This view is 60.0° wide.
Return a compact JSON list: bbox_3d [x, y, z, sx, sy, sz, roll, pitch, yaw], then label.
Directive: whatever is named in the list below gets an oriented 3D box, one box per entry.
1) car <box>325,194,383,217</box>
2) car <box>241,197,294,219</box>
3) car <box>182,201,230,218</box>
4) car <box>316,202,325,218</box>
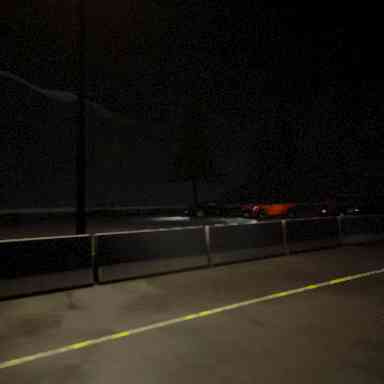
[{"bbox_3d":[12.399,1.175,23.396,5.566,2.045,2.150,0,0,-27],"label":"car"},{"bbox_3d":[6.401,1.295,28.103,4.553,1.767,2.097,0,0,-28],"label":"car"},{"bbox_3d":[1.269,1.504,29.293,4.181,1.385,1.994,0,0,-29],"label":"car"},{"bbox_3d":[12.930,1.166,27.559,5.566,2.045,2.150,0,0,-26],"label":"car"}]
